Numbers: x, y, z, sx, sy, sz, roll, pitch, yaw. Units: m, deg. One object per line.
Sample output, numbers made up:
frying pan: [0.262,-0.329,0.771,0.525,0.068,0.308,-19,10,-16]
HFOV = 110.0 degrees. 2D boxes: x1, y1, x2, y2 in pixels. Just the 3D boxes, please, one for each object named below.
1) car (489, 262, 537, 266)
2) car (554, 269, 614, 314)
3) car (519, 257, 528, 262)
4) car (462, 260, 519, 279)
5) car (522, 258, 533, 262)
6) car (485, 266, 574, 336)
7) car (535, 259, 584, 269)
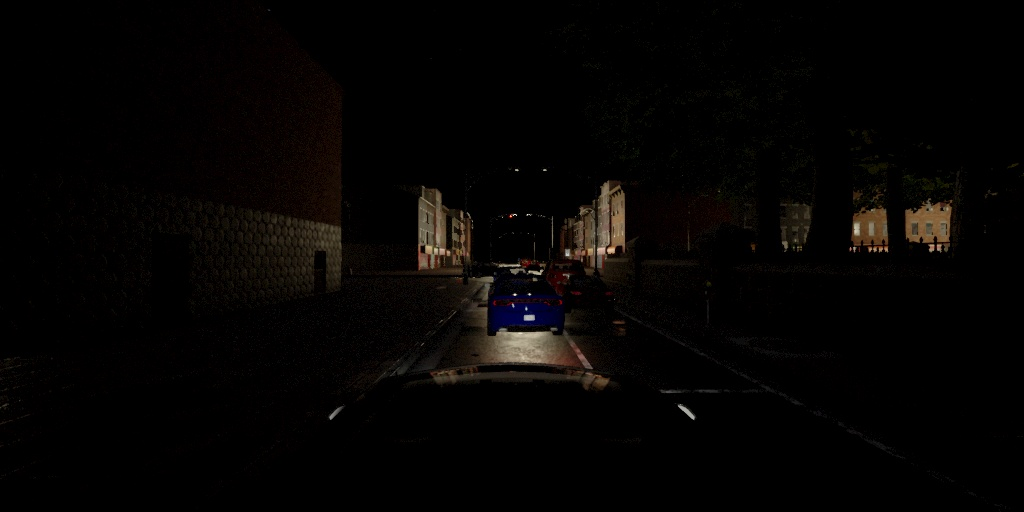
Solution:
car: [0.066,1.238,18.048,1.882,1.535,5.008,0,0,1]
car: [2.635,1.338,13.555,1.802,1.307,4.207,0,0,0]
car: [2.624,1.402,61.744,1.888,1.381,4.507,0,0,0]
car: [-2.215,1.286,32.986,4.902,1.511,2.128,0,0,-36]
car: [2.628,1.355,45.433,1.888,1.381,4.507,0,0,0]
car: [0.225,1.231,10.494,1.882,1.535,5.008,0,0,-4]
car: [2.634,1.076,19.004,2.192,1.841,5.009,0,0,0]
